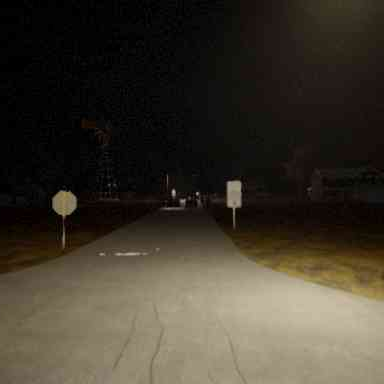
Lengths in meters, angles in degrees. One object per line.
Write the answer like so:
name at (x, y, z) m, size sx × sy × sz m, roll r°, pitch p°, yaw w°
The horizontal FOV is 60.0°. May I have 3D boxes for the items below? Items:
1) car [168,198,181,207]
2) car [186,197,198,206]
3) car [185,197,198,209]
car at (-2.789, 1.662, 52.706) m, size 2.033 × 1.411 × 5.357 m, roll 0°, pitch 0°, yaw 0°
car at (-0.043, 1.656, 58.548) m, size 2.033 × 1.411 × 5.357 m, roll 0°, pitch 0°, yaw 0°
car at (-0.036, 1.595, 48.111) m, size 2.128 × 1.511 × 4.902 m, roll 0°, pitch 0°, yaw 0°
